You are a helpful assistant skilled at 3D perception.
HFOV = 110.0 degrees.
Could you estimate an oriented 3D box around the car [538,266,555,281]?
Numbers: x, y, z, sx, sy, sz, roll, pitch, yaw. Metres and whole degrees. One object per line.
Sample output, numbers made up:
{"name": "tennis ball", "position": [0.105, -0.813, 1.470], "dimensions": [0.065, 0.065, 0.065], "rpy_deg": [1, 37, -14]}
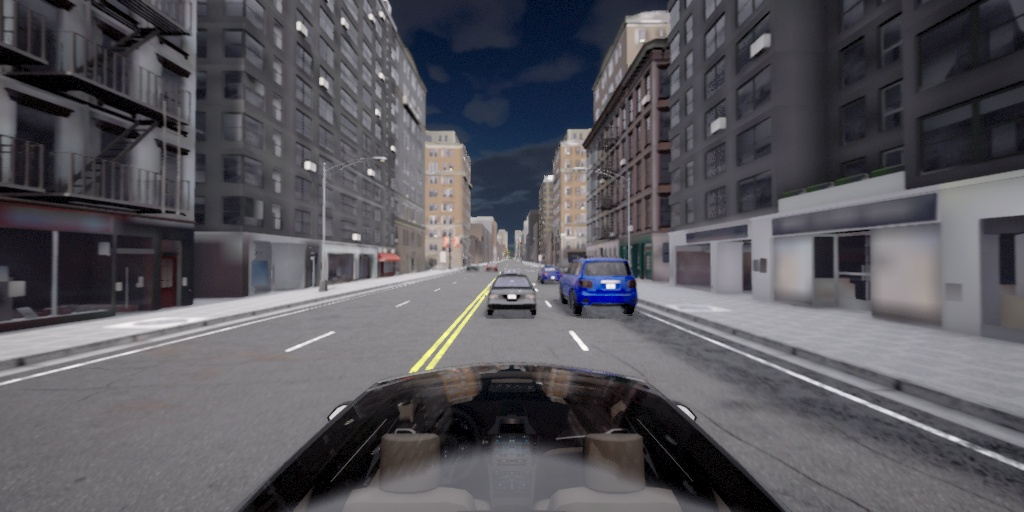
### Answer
{"name": "car", "position": [3.267, 1.566, 30.764], "dimensions": [1.812, 1.442, 4.674], "rpy_deg": [0, 0, 0]}

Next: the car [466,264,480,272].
{"name": "car", "position": [-6.528, 1.930, 59.665], "dimensions": [1.895, 1.301, 4.718], "rpy_deg": [0, -1, 0]}

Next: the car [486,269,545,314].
{"name": "car", "position": [0.006, 1.425, 14.395], "dimensions": [2.033, 1.411, 5.357], "rpy_deg": [0, -1, 0]}

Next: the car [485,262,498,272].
{"name": "car", "position": [-3.287, 1.797, 58.669], "dimensions": [1.882, 1.535, 5.008], "rpy_deg": [0, -1, 0]}

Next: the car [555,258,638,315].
{"name": "car", "position": [3.256, 1.102, 14.448], "dimensions": [2.150, 2.045, 5.566], "rpy_deg": [0, 0, 0]}
